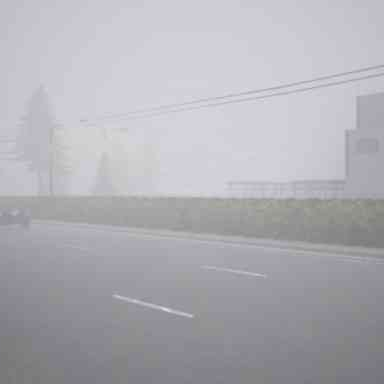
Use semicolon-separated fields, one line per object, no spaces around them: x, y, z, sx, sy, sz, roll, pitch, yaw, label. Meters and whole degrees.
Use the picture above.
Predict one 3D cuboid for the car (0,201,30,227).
-12.548;1.383;21.543;4.553;1.767;2.097;0;0;36;car
